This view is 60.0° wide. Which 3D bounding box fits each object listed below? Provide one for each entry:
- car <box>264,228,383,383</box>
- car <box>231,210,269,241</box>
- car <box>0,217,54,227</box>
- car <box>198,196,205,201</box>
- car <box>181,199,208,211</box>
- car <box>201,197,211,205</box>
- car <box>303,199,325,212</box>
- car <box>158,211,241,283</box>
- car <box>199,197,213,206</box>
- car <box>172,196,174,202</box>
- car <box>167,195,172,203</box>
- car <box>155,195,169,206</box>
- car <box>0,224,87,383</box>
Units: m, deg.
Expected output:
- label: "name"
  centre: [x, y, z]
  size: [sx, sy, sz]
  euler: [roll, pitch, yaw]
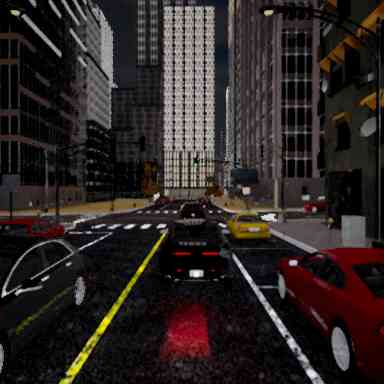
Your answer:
- label: "car"
  centre: [2.681, 1.566, 5.437]
  size: [1.887, 1.381, 4.507]
  euler: [-1, 0, 0]
- label: "car"
  centre: [2.676, 1.589, 16.654]
  size: [1.752, 1.417, 4.829]
  euler: [-1, 0, 0]
- label: "car"
  centre: [-5.702, 1.586, 10.972]
  size: [1.887, 1.381, 4.507]
  euler: [-1, 0, 0]
- label: "car"
  centre: [2.648, 1.945, 93.367]
  size: [1.802, 1.307, 4.206]
  euler: [-1, 0, 0]
- label: "car"
  centre: [0.089, 1.582, 27.625]
  size: [1.882, 1.535, 5.008]
  euler: [0, 0, 0]
- label: "car"
  centre: [2.657, 1.779, 65.739]
  size: [1.752, 1.417, 4.829]
  euler: [-1, 0, 0]
- label: "car"
  centre: [14.238, 1.395, 35.614]
  size: [4.507, 1.381, 1.887]
  euler: [-1, 1, 0]
- label: "car"
  centre: [0.096, 1.544, 9.789]
  size: [1.837, 1.490, 4.892]
  euler: [0, 0, 0]
- label: "car"
  centre: [2.658, 1.671, 60.010]
  size: [1.967, 1.590, 4.097]
  euler: [-1, 0, 0]
- label: "car"
  centre: [-5.727, 1.589, 71.128]
  size: [2.192, 1.841, 5.009]
  euler: [-1, 0, 0]
- label: "car"
  centre: [-5.725, 1.567, 65.568]
  size: [2.192, 1.841, 5.009]
  euler: [-1, 0, 0]
- label: "car"
  centre: [-5.720, 1.775, 60.007]
  size: [1.887, 1.381, 4.507]
  euler: [-1, 0, 0]
- label: "car"
  centre: [-3.089, 1.524, 5.098]
  size: [1.837, 1.490, 4.892]
  euler: [0, 0, 0]
